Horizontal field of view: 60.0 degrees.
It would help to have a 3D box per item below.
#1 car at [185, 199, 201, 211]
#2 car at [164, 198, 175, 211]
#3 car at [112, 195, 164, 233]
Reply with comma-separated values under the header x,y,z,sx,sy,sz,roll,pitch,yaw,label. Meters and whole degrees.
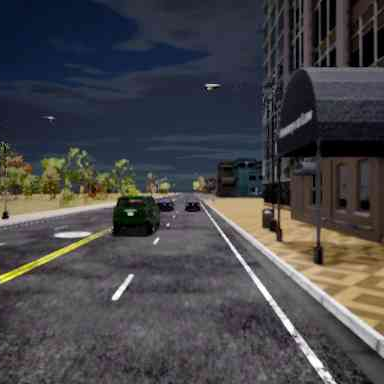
x,y,z,sx,sy,sz,roll,pitch,yaw,label
0.110,1.497,40.675,2.033,1.411,5.357,0,0,0,car
-3.140,1.497,40.730,2.033,1.411,5.357,0,0,0,car
-3.147,1.200,19.685,2.150,2.045,5.566,0,0,0,car
